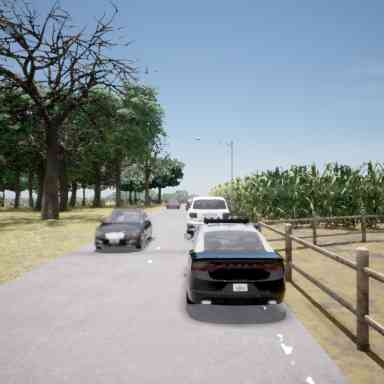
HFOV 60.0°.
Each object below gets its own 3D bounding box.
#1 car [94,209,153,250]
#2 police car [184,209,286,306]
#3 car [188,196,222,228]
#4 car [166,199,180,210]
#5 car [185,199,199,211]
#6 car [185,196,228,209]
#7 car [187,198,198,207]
[{"bbox_3d":[-2.836,1.529,14.608,2.128,1.511,4.902,0,0,0],"label":"car"},{"bbox_3d":[0.832,1.440,8.290,1.930,1.638,5.238,0,0,0],"label":"police car"},{"bbox_3d":[0.847,1.314,24.219,2.150,2.045,5.566,0,0,0],"label":"car"},{"bbox_3d":[-2.705,1.768,47.639,1.812,1.442,4.674,0,-1,0],"label":"car"},{"bbox_3d":[0.066,1.758,46.295,1.812,1.442,4.674,0,0,1],"label":"car"},{"bbox_3d":[0.842,1.280,18.217,2.150,2.045,5.566,0,0,0],"label":"car"},{"bbox_3d":[0.056,1.879,59.198,1.837,1.490,4.892,0,-1,0],"label":"car"}]
